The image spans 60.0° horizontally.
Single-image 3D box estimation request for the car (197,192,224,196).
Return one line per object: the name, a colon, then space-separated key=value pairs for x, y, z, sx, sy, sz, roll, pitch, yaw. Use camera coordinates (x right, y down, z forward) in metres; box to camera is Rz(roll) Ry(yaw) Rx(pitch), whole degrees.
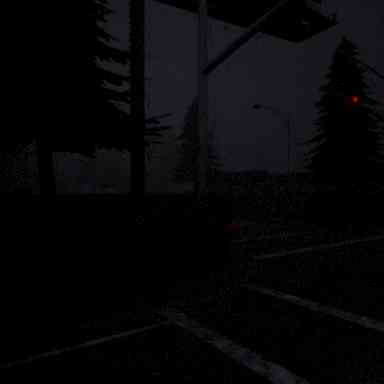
car: x=0.369 y=1.048 z=24.498 sx=2.150 sy=2.045 sz=5.566 roll=0 pitch=1 yaw=-34
